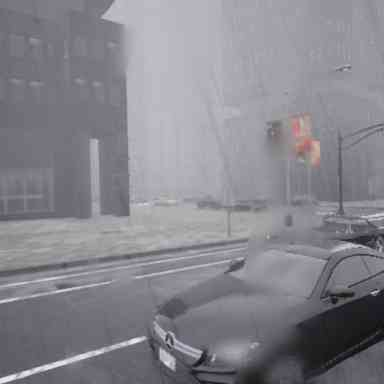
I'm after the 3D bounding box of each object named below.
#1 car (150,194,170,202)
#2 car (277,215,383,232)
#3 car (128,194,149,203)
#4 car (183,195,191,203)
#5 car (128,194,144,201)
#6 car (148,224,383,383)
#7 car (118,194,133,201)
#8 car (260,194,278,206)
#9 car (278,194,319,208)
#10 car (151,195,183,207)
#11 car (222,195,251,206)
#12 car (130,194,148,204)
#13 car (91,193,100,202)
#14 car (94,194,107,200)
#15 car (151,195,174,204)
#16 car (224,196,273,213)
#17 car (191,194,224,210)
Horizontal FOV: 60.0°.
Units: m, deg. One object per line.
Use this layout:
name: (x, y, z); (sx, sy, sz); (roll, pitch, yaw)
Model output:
car: (-6.388, 1.207, 65.608); (1.752, 1.417, 4.829); (-2, 1, -36)
car: (4.543, 1.464, 10.876); (4.718, 1.301, 1.895); (-1, 1, -35)
car: (-10.885, 1.267, 67.154); (2.128, 1.511, 4.902); (-2, 1, -36)
car: (0.022, 1.184, 56.644); (1.887, 1.381, 4.507); (-2, 1, -36)
car: (-12.602, 1.167, 74.294); (1.967, 1.590, 4.097); (-2, 1, -36)
car: (1.636, 1.470, 4.840); (4.674, 1.442, 1.812); (-1, 0, -35)
car: (-15.757, 1.190, 78.707); (1.967, 1.590, 4.097); (-2, 1, -36)
car: (9.486, 1.020, 43.404); (1.967, 1.590, 4.097); (-2, 1, -36)
car: (12.641, 1.001, 38.991); (1.967, 1.590, 4.097); (-2, 1, -36)
car: (-3.658, 1.383, 47.140); (1.752, 1.417, 4.829); (-2, 1, -36)
car: (6.334, 1.181, 47.819); (1.802, 1.307, 4.206); (-2, 1, -36)
car: (-9.695, 1.399, 60.337); (1.994, 1.385, 4.181); (-2, 1, -36)
car: (-22.699, 1.304, 73.758); (2.192, 1.841, 5.009); (-2, 1, -36)
car: (-25.319, 1.349, 92.086); (1.752, 1.417, 4.829); (-2, 1, -36)
car: (-5.306, 1.241, 59.408); (1.837, 1.490, 4.892); (-2, 1, -34)
car: (5.712, 1.366, 34.038); (1.947, 1.339, 4.313); (-2, 1, -36)
car: (2.549, 1.134, 38.448); (2.192, 1.841, 5.009); (-2, 1, -36)
